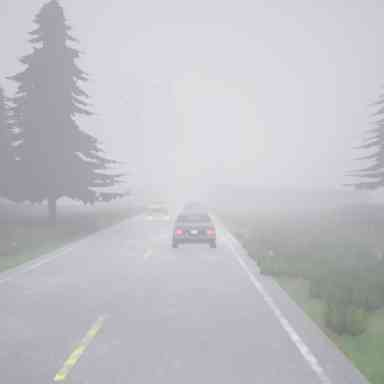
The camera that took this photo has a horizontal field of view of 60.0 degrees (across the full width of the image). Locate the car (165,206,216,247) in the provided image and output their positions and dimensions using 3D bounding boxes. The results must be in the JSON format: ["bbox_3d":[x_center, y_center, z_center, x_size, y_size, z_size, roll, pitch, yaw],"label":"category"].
[{"bbox_3d":[0.086,1.563,15.025,2.033,1.411,5.357,0,0,0],"label":"car"}]

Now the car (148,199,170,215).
[{"bbox_3d":[-3.298,1.514,33.955,1.882,1.535,5.008,0,0,0],"label":"car"}]

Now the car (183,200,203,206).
[{"bbox_3d":[0.078,1.526,34.485,2.128,1.511,4.902,0,0,0],"label":"car"}]
